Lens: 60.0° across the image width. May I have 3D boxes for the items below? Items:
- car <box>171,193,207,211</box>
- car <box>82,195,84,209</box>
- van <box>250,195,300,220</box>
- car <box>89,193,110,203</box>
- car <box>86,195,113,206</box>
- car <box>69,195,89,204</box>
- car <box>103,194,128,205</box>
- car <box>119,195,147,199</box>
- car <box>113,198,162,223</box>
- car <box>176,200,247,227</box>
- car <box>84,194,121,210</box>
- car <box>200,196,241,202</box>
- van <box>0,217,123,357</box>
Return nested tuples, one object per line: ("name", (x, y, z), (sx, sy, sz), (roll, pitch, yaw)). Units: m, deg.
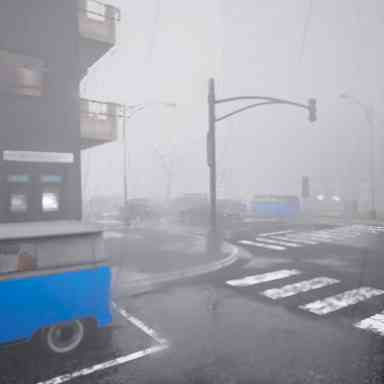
("car", (-0.203, 1.019, 34.058), (2.192, 1.841, 5.009), (-1, 1, -35))
("car", (-13.412, 1.364, 38.269), (1.887, 1.381, 4.507), (-1, 1, -35))
("van", (6.156, 1.096, 25.027), (1.690, 1.788, 3.998), (-1, 1, -35))
("car", (-15.931, 1.054, 57.173), (1.882, 1.535, 5.008), (-1, 1, -35))
("car", (-13.466, 1.220, 48.313), (2.033, 1.411, 5.357), (-1, 1, -35))
("car", (-19.065, 1.234, 56.174), (1.895, 1.301, 4.718), (-1, 1, -35))
("car", (-11.901, 1.083, 51.449), (1.882, 1.535, 5.008), (-1, 1, -35))
("car", (-4.518, 1.298, 30.126), (1.882, 1.535, 5.008), (-1, 1, -35))
("car", (-3.873, 1.437, 24.723), (1.887, 1.381, 4.507), (-1, 1, -35))
("car", (1.239, 1.467, 21.954), (1.895, 1.301, 4.718), (-1, 1, -38))
("car", (-10.366, 1.267, 38.450), (2.128, 1.511, 4.902), (-1, 1, -35))
("car", (2.979, 1.295, 29.545), (1.947, 1.339, 4.313), (-1, 1, -35))
("van", (-3.069, 1.341, 4.388), (3.998, 1.788, 1.690), (0, -1, -35))
